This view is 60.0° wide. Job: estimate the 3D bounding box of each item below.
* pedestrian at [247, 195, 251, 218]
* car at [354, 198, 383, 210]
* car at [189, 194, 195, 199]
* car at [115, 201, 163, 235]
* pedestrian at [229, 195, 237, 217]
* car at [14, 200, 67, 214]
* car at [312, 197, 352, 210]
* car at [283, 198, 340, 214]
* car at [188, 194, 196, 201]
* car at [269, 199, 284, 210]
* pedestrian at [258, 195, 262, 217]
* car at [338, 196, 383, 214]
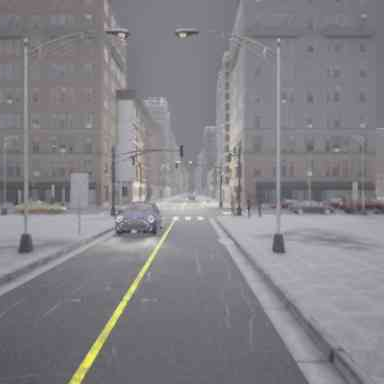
[{"bbox_3d":[4.501,1.122,26.529,0.375,1.860,0.375,0,0,0],"label":"pedestrian"},{"bbox_3d":[22.575,1.508,40.942,4.403,1.369,2.008,0,0,0],"label":"car"},{"bbox_3d":[-0.032,1.312,93.238,1.812,1.442,4.674,0,0,0],"label":"car"},{"bbox_3d":[-2.819,1.333,18.509,2.097,1.767,4.553,0,0,0],"label":"car"},{"bbox_3d":[3.441,1.121,27.729,0.375,1.860,0.375,0,0,0],"label":"pedestrian"},{"bbox_3d":[-14.924,1.514,32.936,4.829,1.417,1.752,0,0,0],"label":"car"},{"bbox_3d":[17.165,1.395,40.944,4.097,1.590,1.967,0,0,0],"label":"car"},{"bbox_3d":[11.752,1.548,32.922,4.403,1.369,2.008,0,0,0],"label":"car"},{"bbox_3d":[-0.029,1.472,83.234,1.812,1.442,4.674,0,0,0],"label":"car"},{"bbox_3d":[11.756,1.498,40.947,4.507,1.381,1.887,0,0,0],"label":"car"},{"bbox_3d":[5.500,1.128,27.130,0.375,1.860,0.375,0,0,0],"label":"pedestrian"},{"bbox_3d":[17.161,1.315,32.919,5.009,1.841,2.192,0,0,0],"label":"car"}]
